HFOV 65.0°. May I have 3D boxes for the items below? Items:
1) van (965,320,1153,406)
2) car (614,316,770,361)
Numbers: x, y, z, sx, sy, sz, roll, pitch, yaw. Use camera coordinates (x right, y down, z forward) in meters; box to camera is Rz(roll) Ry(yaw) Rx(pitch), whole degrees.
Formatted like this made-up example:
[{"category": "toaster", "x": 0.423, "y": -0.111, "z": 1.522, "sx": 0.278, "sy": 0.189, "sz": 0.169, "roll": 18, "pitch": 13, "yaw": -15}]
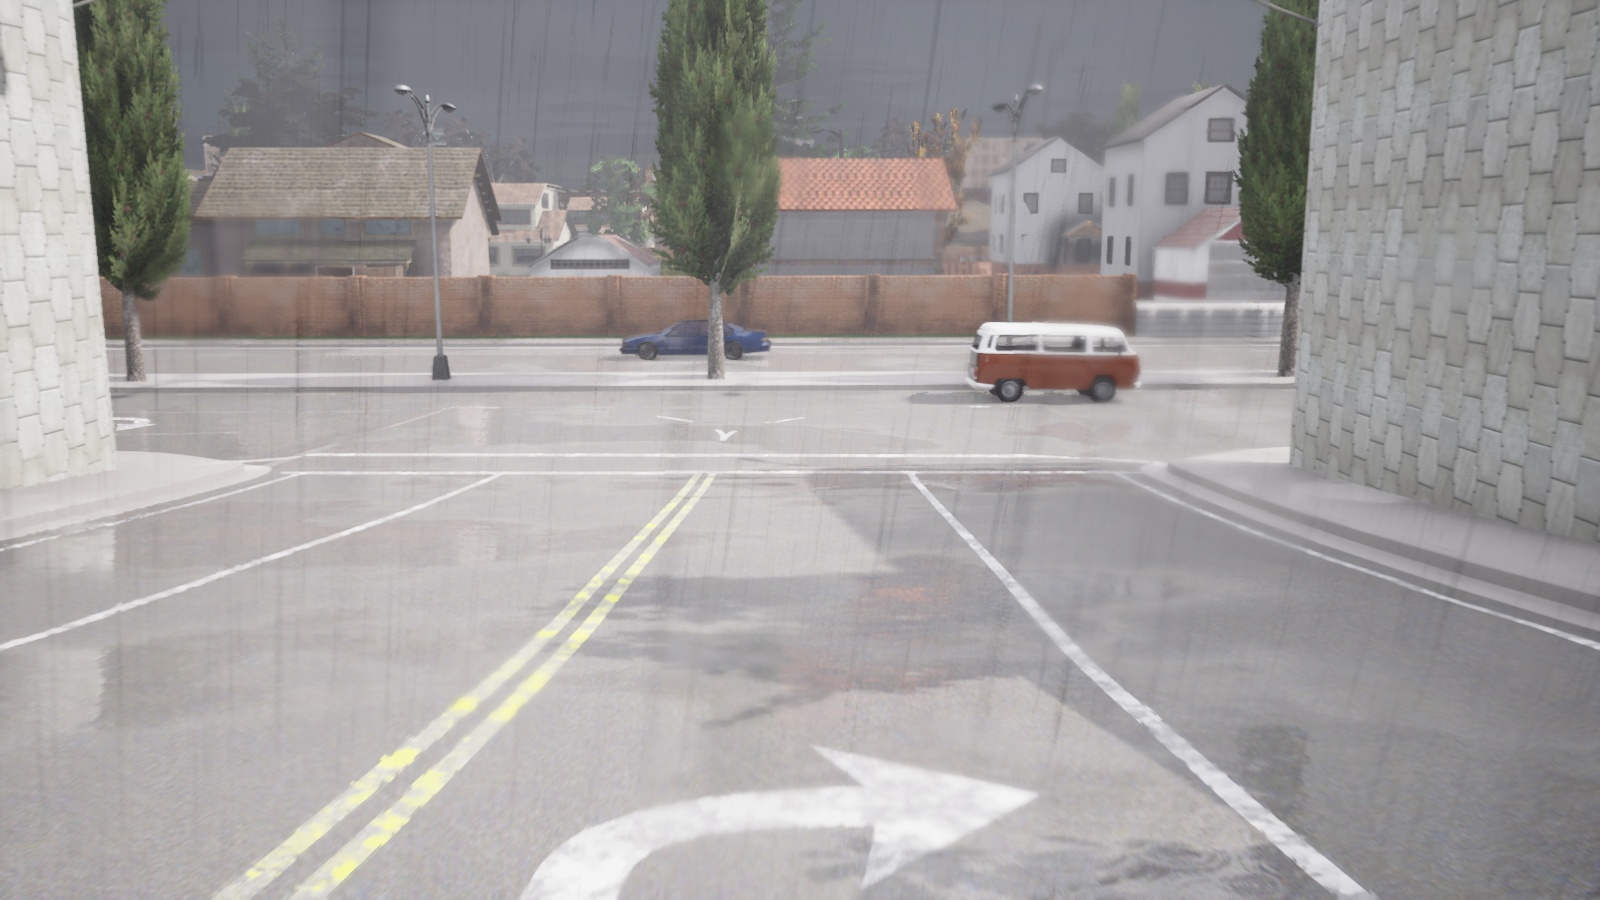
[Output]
[{"category": "van", "x": 6.813, "y": -2.346, "z": 33.409, "sx": 4.480, "sy": 2.038, "sz": 2.069, "roll": 0, "pitch": 10, "yaw": -1}, {"category": "car", "x": -3.762, "y": -3.970, "z": 44.639, "sx": 5.357, "sy": 1.411, "sz": 2.033, "roll": 0, "pitch": 10, "yaw": -1}]
